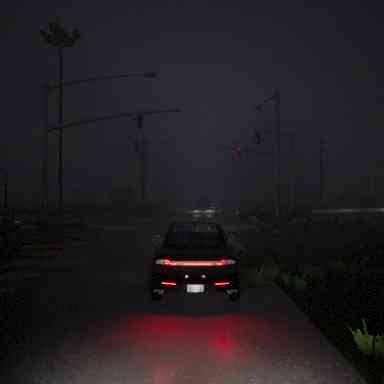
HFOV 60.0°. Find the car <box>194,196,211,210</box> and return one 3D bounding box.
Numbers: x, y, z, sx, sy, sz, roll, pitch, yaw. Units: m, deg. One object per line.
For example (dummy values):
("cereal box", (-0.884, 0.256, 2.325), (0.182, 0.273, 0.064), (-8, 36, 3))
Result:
("car", (1.429, 1.491, 42.899), (1.812, 1.442, 4.674), (0, 0, 3))

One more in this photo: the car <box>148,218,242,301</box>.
("car", (0.080, 1.492, 8.314), (2.128, 1.511, 4.902), (0, 0, 0))

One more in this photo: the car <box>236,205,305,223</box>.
("car", (5.542, 1.599, 23.357), (4.718, 1.301, 1.895), (0, 0, 3))

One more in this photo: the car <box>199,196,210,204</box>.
("car", (2.435, 1.529, 62.049), (1.994, 1.385, 4.181), (0, 0, 3))

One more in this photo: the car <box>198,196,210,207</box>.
("car", (1.902, 1.443, 52.107), (1.882, 1.535, 5.008), (0, 0, 3))
